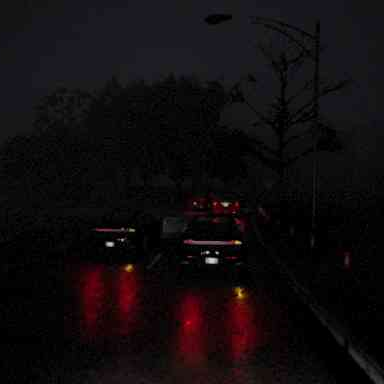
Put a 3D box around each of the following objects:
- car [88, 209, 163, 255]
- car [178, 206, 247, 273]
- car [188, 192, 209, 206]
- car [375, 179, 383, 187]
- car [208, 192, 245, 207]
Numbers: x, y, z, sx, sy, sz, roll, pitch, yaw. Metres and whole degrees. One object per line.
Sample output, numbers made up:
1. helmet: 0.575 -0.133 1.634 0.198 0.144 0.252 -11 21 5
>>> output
1. car: -2.369 1.386 12.893 2.128 1.511 4.902 0 1 5
2. car: 0.677 1.437 10.567 2.128 1.511 4.902 0 1 5
3. car: 1.363 0.694 30.796 1.882 1.535 5.008 1 3 26
4. car: 38.462 -1.801 65.747 2.185 1.767 4.553 -1 4 -12
5. car: 2.872 0.848 25.675 2.097 1.767 4.553 1 3 13
